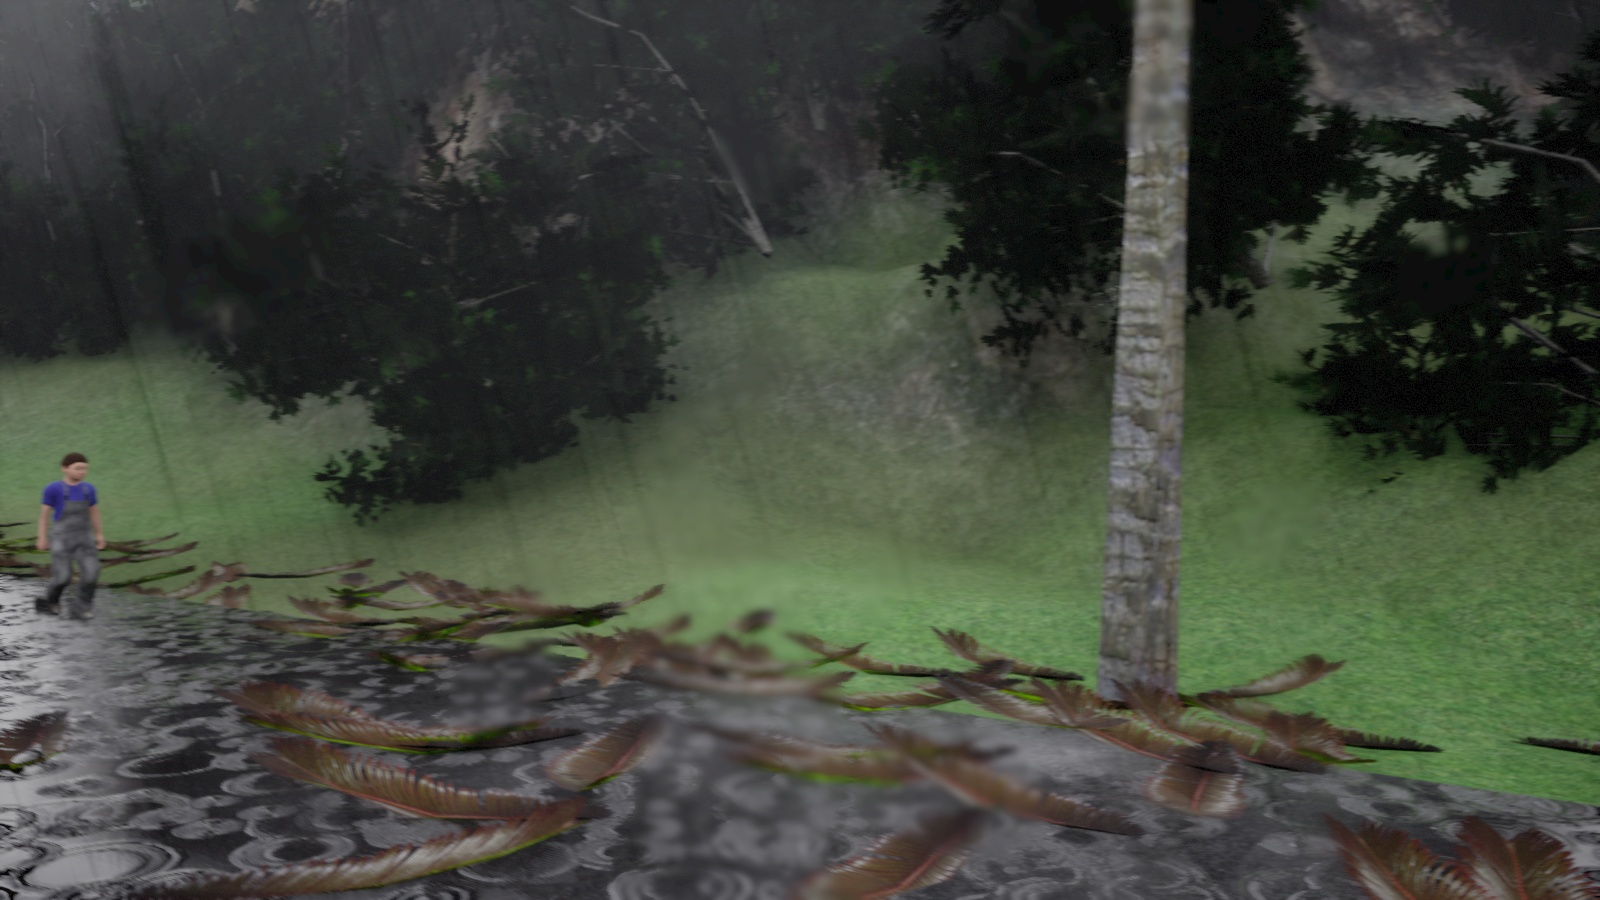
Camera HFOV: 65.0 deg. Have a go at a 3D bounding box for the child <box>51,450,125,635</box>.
[{"bbox_3d":[-5.024,0.637,8.864,0.437,1.263,0.270,0,1,34],"label":"child"}]
